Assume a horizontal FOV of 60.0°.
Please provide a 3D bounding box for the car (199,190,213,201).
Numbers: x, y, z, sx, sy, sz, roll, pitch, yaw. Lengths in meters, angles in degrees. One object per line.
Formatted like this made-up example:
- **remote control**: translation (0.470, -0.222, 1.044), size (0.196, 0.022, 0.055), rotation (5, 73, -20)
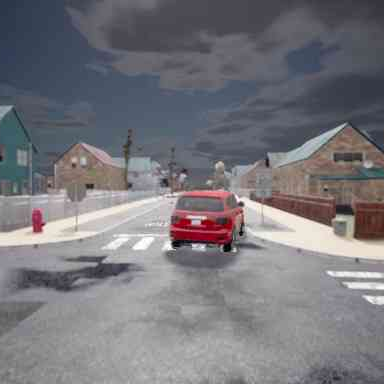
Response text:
- **car**: translation (1.972, 0.493, 47.198), size (1.837, 1.490, 4.892), rotation (0, 0, 2)

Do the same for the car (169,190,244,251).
- **car**: translation (0.756, 0.946, 13.146), size (2.150, 2.045, 5.566), rotation (2, 3, 13)
